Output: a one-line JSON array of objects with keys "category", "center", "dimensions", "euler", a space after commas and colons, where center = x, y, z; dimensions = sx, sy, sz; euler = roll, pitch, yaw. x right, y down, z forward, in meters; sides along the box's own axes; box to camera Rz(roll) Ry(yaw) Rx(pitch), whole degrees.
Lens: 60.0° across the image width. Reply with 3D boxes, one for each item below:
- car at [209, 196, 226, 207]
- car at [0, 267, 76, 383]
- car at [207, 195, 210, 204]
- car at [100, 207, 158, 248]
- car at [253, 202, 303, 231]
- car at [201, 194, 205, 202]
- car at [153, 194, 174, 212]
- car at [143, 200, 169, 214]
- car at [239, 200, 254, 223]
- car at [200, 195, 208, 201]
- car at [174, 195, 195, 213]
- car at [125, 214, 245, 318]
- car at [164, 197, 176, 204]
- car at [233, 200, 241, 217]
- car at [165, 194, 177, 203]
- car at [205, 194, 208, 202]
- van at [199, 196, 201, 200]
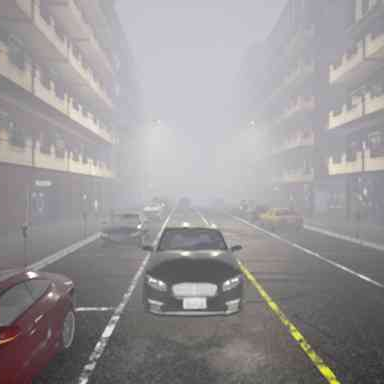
[{"category": "car", "center": [4.422, 1.630, 54.087], "dimensions": [1.947, 1.339, 4.313], "euler": [-1, 0, -2]}, {"category": "car", "center": [-2.496, 1.583, 3.476], "dimensions": [1.802, 1.307, 4.206], "euler": [-1, 0, -2]}, {"category": "car", "center": [4.259, 1.621, 59.687], "dimensions": [2.008, 1.369, 4.403], "euler": [-1, 0, -2]}, {"category": "car", "center": [-2.821, 1.564, 14.676], "dimensions": [2.008, 1.369, 4.403], "euler": [-1, 0, -2]}, {"category": "car", "center": [5.389, 1.553, 20.659], "dimensions": [1.752, 1.417, 4.829], "euler": [-1, 0, -2]}, {"category": "car", "center": [3.772, 1.530, 76.486], "dimensions": [1.967, 1.590, 4.097], "euler": [-1, 0, -2]}, {"category": "car", "center": [-3.472, 1.352, 37.074], "dimensions": [2.192, 1.841, 5.009], "euler": [-1, 0, -2]}, {"category": "car", "center": [-3.145, 1.575, 25.875], "dimensions": [2.008, 1.369, 4.403], "euler": [-1, 0, -2]}, {"category": "car", "center": [5.232, 1.599, 26.088], "dimensions": [1.947, 1.339, 4.313], "euler": [-1, 0, -2]}, {"category": "car", "center": [3.287, 1.662, 93.284], "dimensions": [2.008, 1.369, 4.403], "euler": [-1, 0, -2]}, {"category": "car", "center": [-0.798, 1.392, 38.119], "dimensions": [2.097, 1.767, 4.553], "euler": [0, 0, -2]}, {"category": "car", "center": [-0.012, 1.500, 7.719], "dimensions": [2.128, 1.511, 4.902], "euler": [0, 0, -1]}, {"category": "car", "center": [-4.280, 1.619, 65.072], "dimensions": [2.008, 1.369, 4.403], "euler": [-1, 0, -2]}, {"category": "car", "center": [5.069, 1.479, 31.688], "dimensions": [1.967, 1.590, 4.097], "euler": [-1, 0, -2]}, {"category": "car", "center": [-4.445, 1.390, 70.673], "dimensions": [2.192, 1.841, 5.009], "euler": [-1, 0, -2]}, {"category": "car", "center": [4.092, 1.602, 65.457], "dimensions": [1.752, 1.417, 4.829], "euler": [-1, 0, -2]}, {"category": "van", "center": [3.446, 1.445, 87.685], "dimensions": [1.690, 1.788, 3.998], "euler": [-1, 0, -2]}]
